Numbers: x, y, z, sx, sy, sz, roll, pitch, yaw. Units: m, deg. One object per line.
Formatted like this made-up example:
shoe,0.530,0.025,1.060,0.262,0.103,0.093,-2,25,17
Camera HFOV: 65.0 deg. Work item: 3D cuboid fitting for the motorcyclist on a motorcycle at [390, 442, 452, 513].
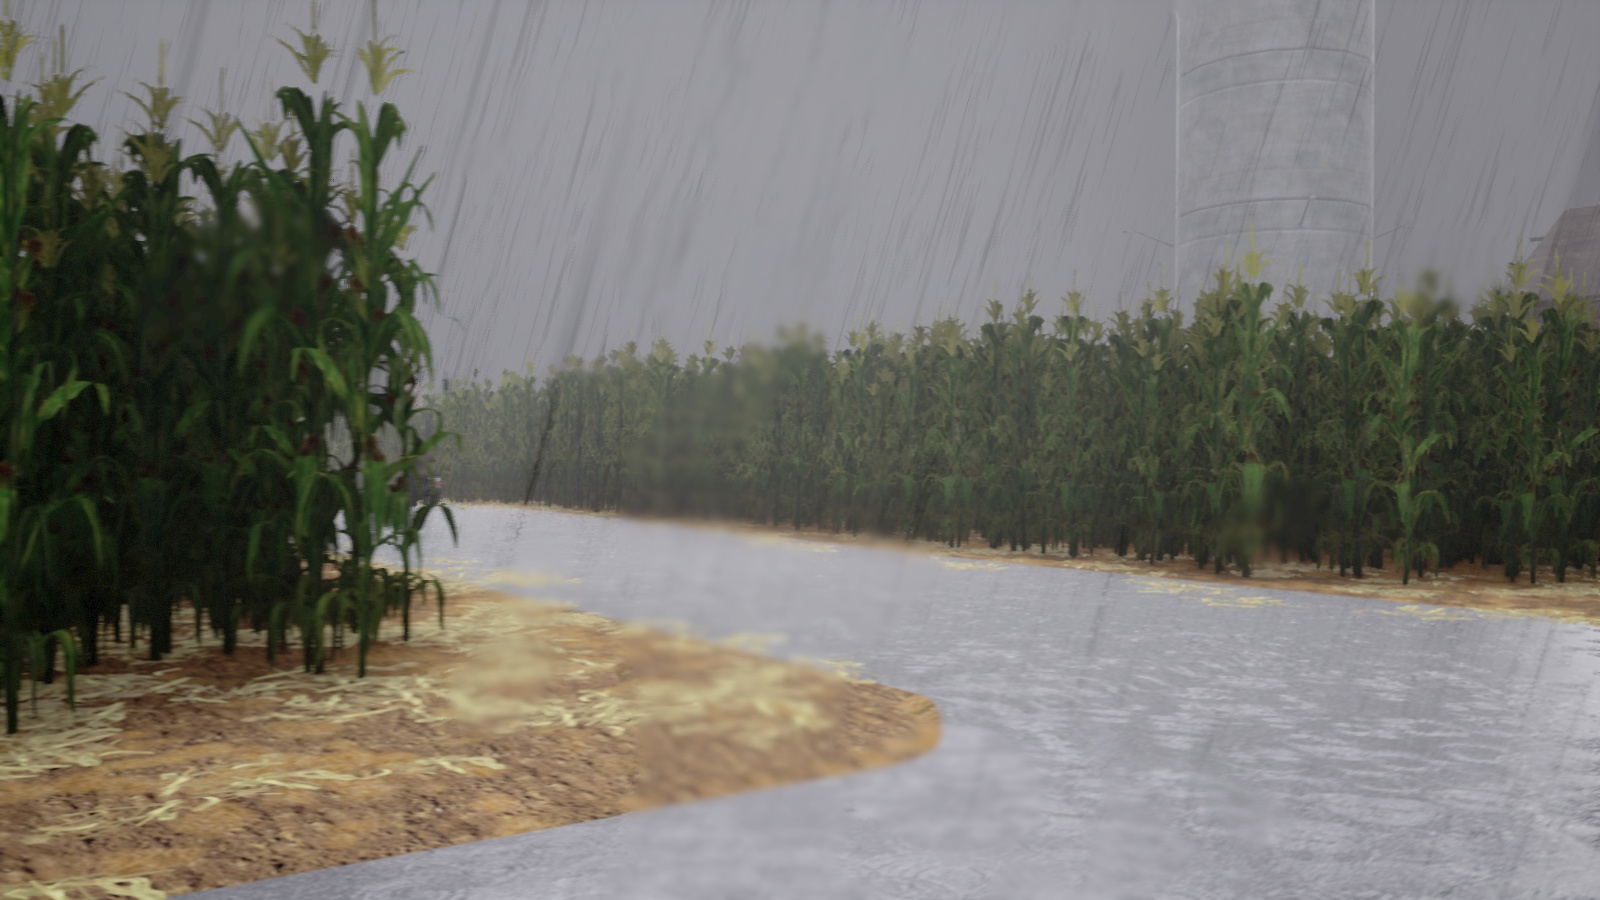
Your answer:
motorcyclist on a motorcycle,-9.293,0.666,30.709,0.766,1.649,2.350,1,-1,-35
